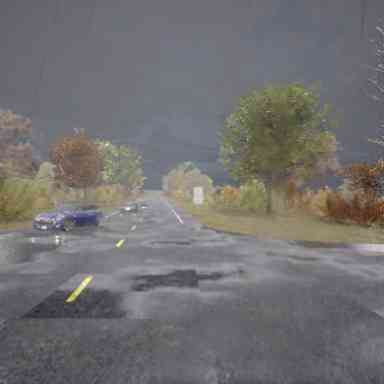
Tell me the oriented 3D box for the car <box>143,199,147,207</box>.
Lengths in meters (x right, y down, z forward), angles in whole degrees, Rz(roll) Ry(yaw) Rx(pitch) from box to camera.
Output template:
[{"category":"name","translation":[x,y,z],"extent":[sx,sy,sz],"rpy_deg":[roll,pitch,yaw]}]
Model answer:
[{"category":"car","translation":[-9.043,1.870,58.370],"extent":[1.812,1.442,4.674],"rpy_deg":[1,-1,-5]}]

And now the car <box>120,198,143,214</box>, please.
[{"category":"car","translation":[-7.265,1.719,39.017],"extent":[2.128,1.511,4.902],"rpy_deg":[1,0,-5]}]

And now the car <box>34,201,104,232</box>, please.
[{"category":"car","translation":[-7.488,1.433,20.690],"extent":[2.097,1.767,4.553],"rpy_deg":[0,-1,20]}]
